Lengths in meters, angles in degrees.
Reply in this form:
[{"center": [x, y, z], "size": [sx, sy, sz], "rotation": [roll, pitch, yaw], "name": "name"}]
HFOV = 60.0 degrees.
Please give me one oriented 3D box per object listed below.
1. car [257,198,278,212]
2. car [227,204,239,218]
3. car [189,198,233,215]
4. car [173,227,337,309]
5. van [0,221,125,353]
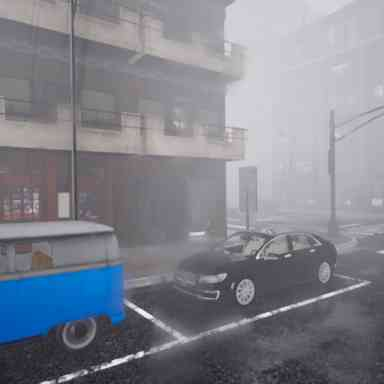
[{"center": [7.312, 1.350, 36.581], "size": [1.887, 1.381, 4.507], "rotation": [-1, 1, -35], "name": "car"}, {"center": [2.150, 1.502, 28.916], "size": [1.887, 1.381, 4.507], "rotation": [-1, 1, -35], "name": "car"}, {"center": [1.873, 1.398, 34.074], "size": [1.837, 1.490, 4.892], "rotation": [-1, 1, -35], "name": "car"}, {"center": [1.623, 1.547, 7.739], "size": [4.403, 1.369, 2.008], "rotation": [0, -1, -36], "name": "car"}, {"center": [-2.918, 1.341, 4.496], "size": [3.998, 1.788, 1.690], "rotation": [0, -1, -36], "name": "van"}]
